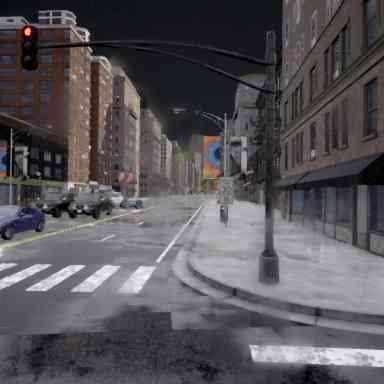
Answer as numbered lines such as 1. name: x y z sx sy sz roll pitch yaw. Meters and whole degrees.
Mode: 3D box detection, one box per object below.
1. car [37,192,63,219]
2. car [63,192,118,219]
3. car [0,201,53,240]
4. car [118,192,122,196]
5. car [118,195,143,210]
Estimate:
1. car: -11.484 1.058 28.056 2.150 2.045 5.566 1 0 4
2. car: -8.258 1.090 27.691 2.150 2.045 5.566 1 0 4
3. car: -8.964 1.413 16.460 1.812 1.442 4.674 1 0 2
4. car: -10.516 1.042 43.132 2.150 2.045 5.566 1 0 3
5. car: -7.372 1.379 41.343 1.812 1.442 4.674 1 0 4
